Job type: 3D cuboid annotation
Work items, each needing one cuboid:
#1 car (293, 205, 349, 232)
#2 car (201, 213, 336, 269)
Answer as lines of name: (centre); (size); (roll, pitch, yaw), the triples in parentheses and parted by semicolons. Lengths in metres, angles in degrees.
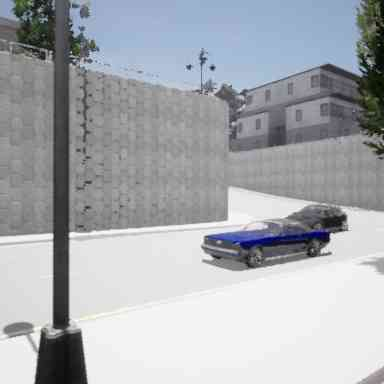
car: (7.080, 1.528, 18.794); (4.892, 1.490, 1.837); (0, 2, -40)
car: (2.619, 1.613, 11.380); (4.718, 1.301, 1.895); (0, 0, -35)
